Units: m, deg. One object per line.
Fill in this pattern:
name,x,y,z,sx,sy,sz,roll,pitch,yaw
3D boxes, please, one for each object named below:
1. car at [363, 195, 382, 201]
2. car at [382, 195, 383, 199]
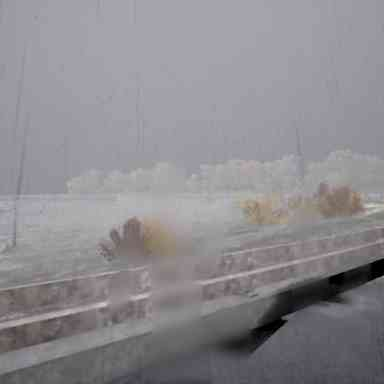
car,44.016,1.385,82.048,1.882,1.535,5.008,0,0,2
car,47.513,1.420,81.908,2.128,1.511,4.902,0,0,2
